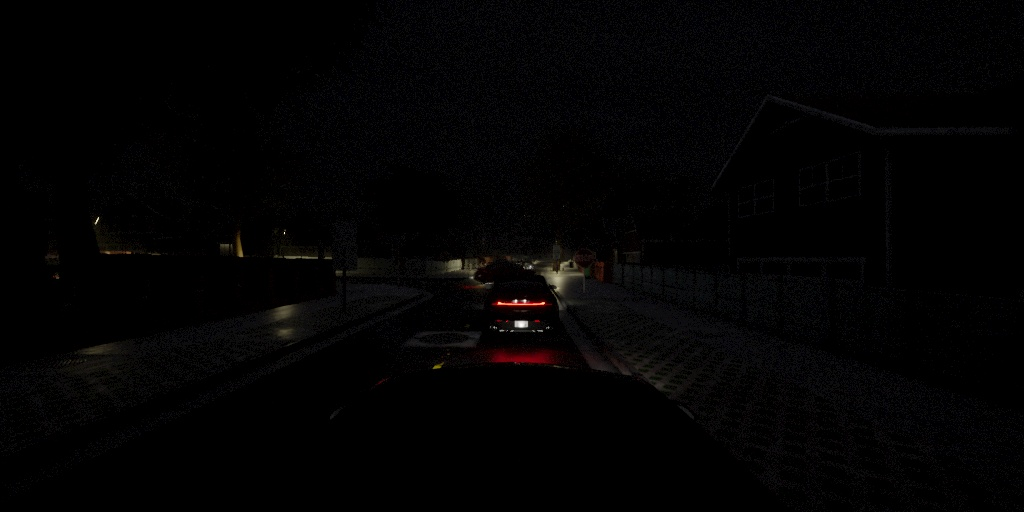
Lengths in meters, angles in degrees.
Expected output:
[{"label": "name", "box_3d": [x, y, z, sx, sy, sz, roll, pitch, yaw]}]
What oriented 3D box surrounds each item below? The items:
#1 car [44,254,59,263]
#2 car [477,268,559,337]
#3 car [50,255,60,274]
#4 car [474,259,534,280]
[{"label": "car", "box_3d": [-35.056, 0.567, 27.597, 4.902, 1.511, 2.128, 1, 0, 3]}, {"label": "car", "box_3d": [0.257, 1.255, 10.339, 1.837, 1.490, 4.892, 0, 0, 1]}, {"label": "car", "box_3d": [-27.575, 0.827, 24.232, 4.718, 1.301, 1.895, 1, 0, 3]}, {"label": "car", "box_3d": [-0.336, 1.201, 25.603, 5.008, 1.535, 1.882, 1, 1, -42]}]
